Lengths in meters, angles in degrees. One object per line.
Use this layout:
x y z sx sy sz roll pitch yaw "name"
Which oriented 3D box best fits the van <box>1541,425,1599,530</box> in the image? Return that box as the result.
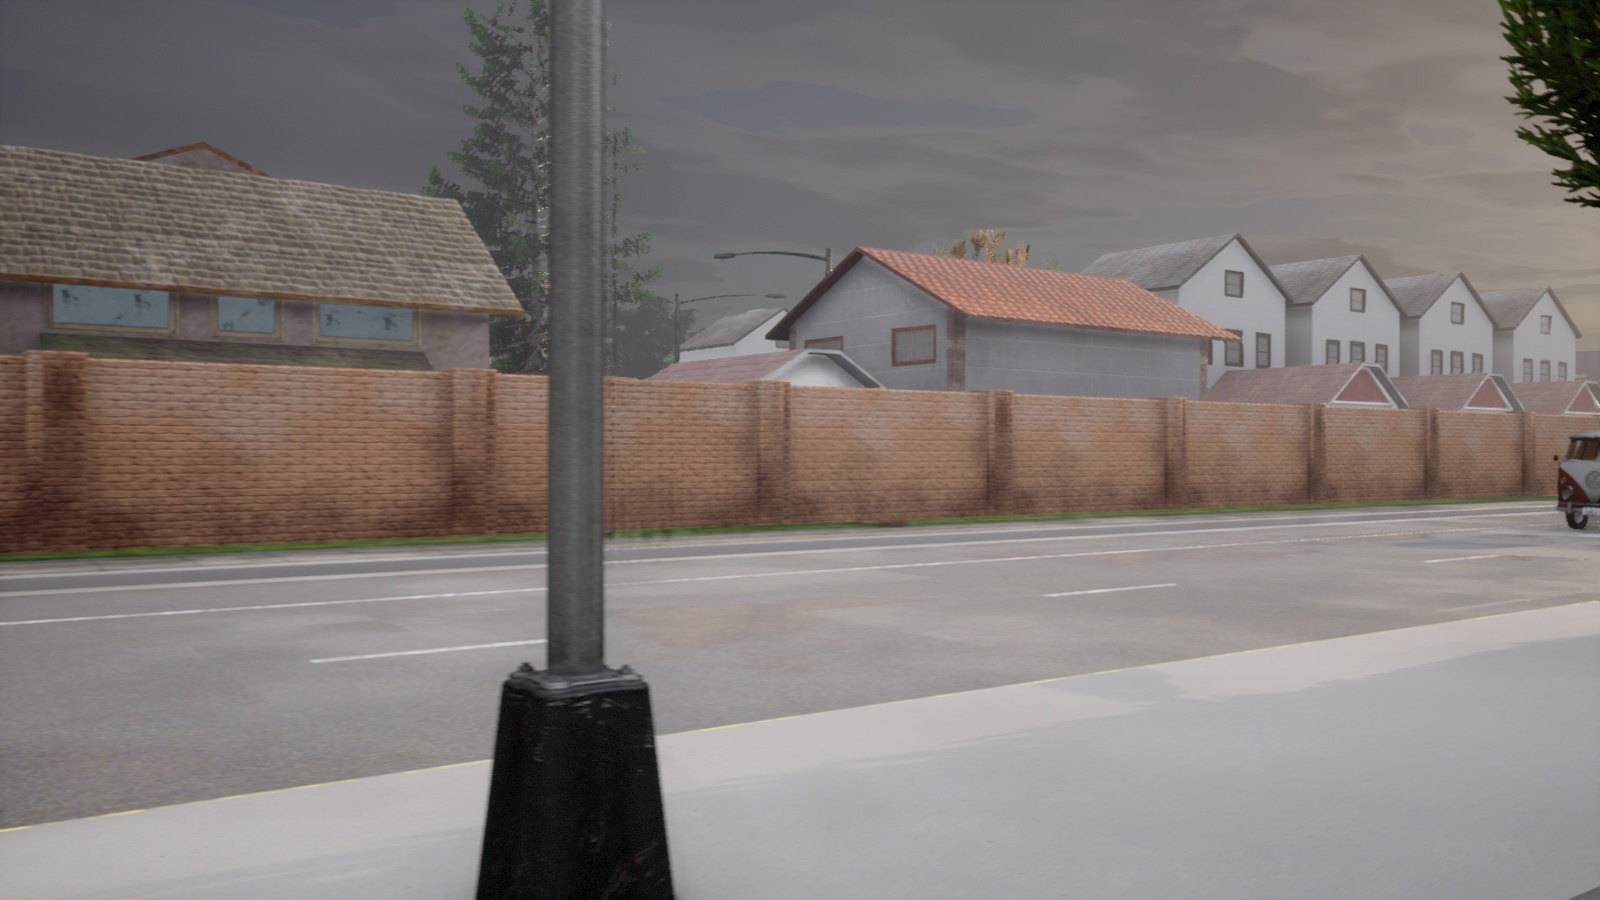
16.834 0.524 25.124 4.442 1.987 1.775 0 0 -35 "van"
